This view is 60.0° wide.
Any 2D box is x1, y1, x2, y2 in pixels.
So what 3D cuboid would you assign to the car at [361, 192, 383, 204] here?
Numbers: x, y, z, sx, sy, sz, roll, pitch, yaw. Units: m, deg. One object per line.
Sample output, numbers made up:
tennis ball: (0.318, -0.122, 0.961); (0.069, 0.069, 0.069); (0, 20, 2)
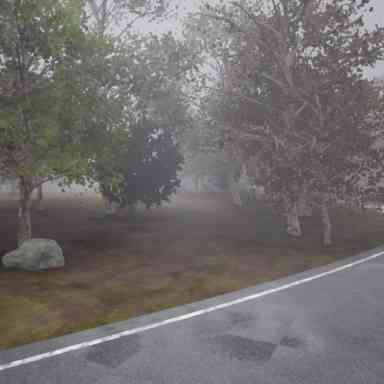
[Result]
car: (17.164, 0.319, 30.180); (1.812, 1.442, 4.674); (-4, 3, -2)
